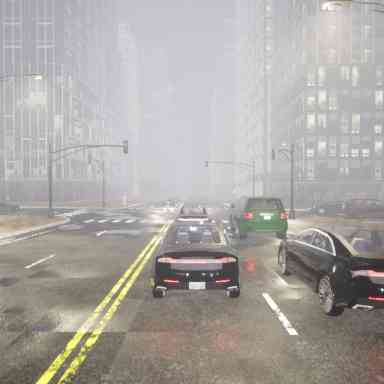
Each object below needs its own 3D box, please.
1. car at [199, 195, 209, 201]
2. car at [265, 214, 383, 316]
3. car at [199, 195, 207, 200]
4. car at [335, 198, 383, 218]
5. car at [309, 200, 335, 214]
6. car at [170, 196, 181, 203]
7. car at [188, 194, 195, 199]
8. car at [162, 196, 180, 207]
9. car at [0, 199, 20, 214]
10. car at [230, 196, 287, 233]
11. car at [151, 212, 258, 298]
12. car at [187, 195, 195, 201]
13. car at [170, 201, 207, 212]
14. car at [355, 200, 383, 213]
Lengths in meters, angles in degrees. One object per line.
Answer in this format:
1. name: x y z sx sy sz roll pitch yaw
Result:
1. car: 3.029 1.474 81.614 1.994 1.385 4.181 0 0 0
2. car: 3.327 1.488 7.462 2.128 1.511 4.902 0 0 0
3. car: 3.004 1.501 91.277 1.895 1.301 4.718 0 0 0
4. car: 16.119 1.518 30.076 5.009 1.841 2.192 1 0 1
5. car: 15.160 1.605 35.906 4.892 1.490 1.837 1 1 2
6. car: -3.442 1.490 70.586 1.994 1.385 4.181 0 0 0
7. car: -0.247 1.333 91.270 1.895 1.301 4.718 0 0 0
8. car: -3.481 1.453 51.349 2.128 1.511 4.902 0 0 0
9. car: -19.483 1.406 33.154 4.181 1.385 1.994 1 1 1
10. car: 3.303 1.212 17.304 2.150 2.045 5.566 0 0 0
11. car: 0.077 1.487 8.472 2.128 1.511 4.902 0 0 0
12. car: -0.218 1.454 80.822 2.033 1.411 5.357 0 0 0
13. car: 0.051 1.482 17.656 2.128 1.511 4.902 0 0 0
14. car: 21.705 1.641 38.377 4.829 1.417 1.752 1 0 1
